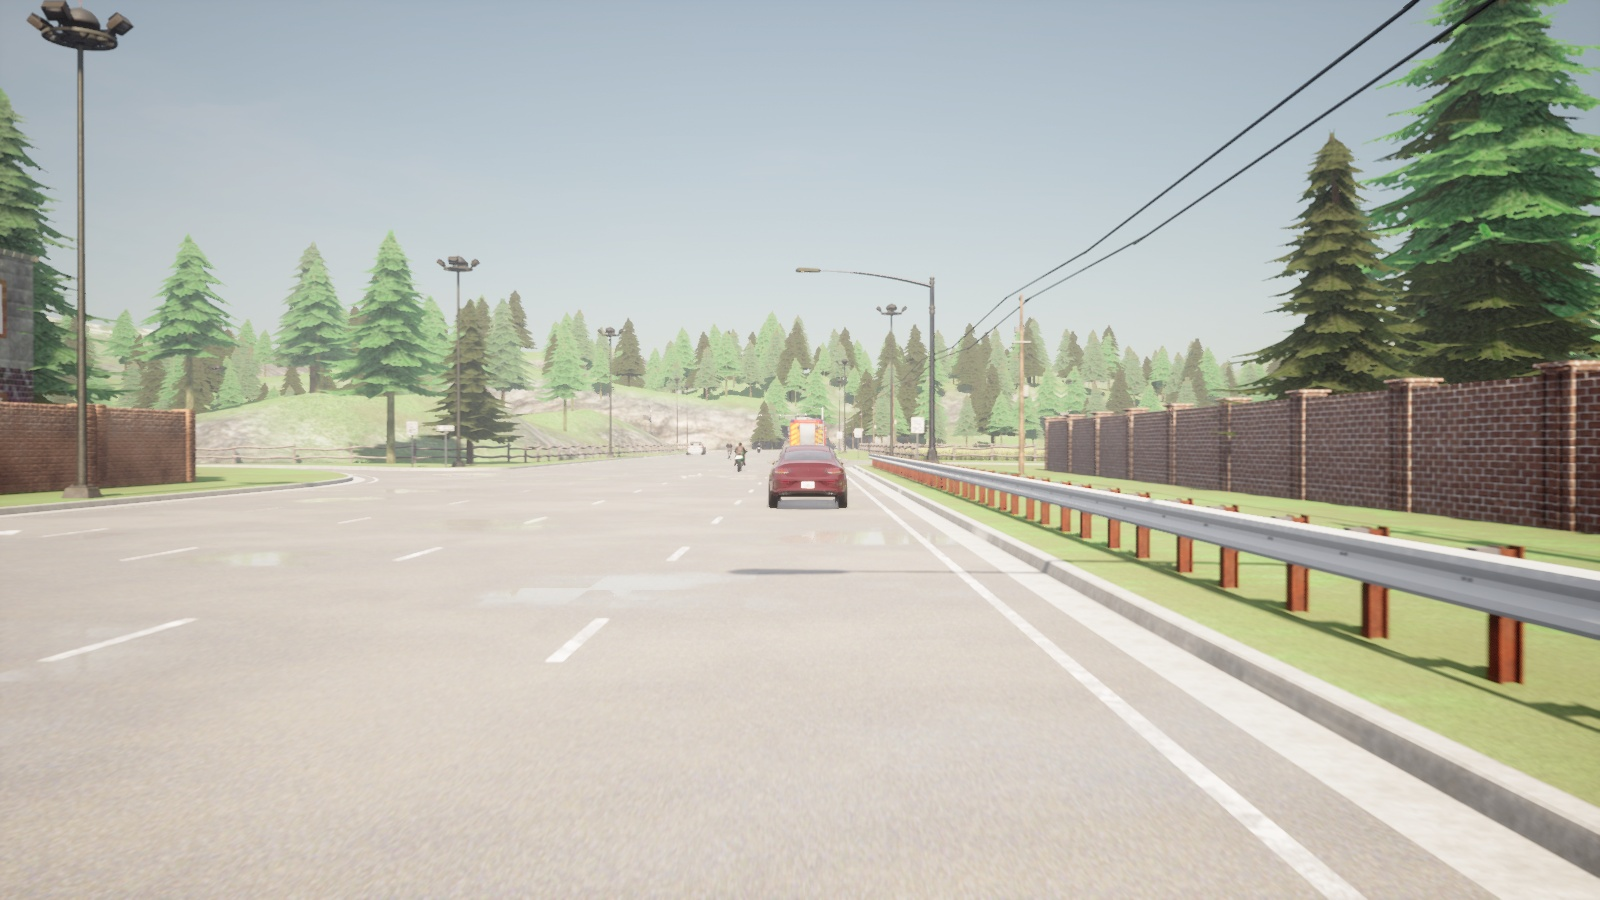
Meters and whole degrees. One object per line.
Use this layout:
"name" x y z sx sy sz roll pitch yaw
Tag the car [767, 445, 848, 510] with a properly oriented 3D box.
"car" 0.188 0.601 30.402 1.812 1.442 4.674 0 0 0
